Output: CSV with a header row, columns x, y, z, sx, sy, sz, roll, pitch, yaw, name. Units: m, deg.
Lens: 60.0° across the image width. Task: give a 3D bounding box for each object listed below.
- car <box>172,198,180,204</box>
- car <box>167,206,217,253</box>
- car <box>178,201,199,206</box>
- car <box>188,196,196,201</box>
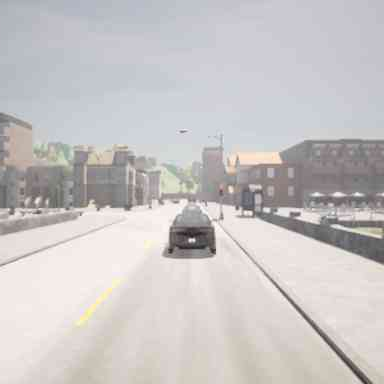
x,y,z,sx,sy,sz,roll,pitch,yaw,name
-3.995,2.317,83.860,2.033,1.411,5.357,0,-1,0,car
0.009,1.613,14.475,1.882,1.535,5.008,0,0,0,car
0.002,1.817,28.984,2.033,1.411,5.357,0,0,0,car
0.005,1.993,85.749,2.150,2.045,5.566,0,-1,0,car
